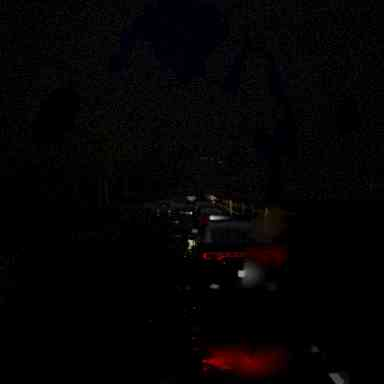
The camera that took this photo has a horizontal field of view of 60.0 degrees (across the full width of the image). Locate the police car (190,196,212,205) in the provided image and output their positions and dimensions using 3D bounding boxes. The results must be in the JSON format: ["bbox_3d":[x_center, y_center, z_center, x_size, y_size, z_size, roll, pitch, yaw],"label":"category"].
[{"bbox_3d":[0.990,1.381,25.197,1.930,1.638,5.238,0,0,0],"label":"police car"}]

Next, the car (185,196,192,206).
[{"bbox_3d":[-0.059,1.390,50.946,2.128,1.511,4.902,0,0,0],"label":"car"}]

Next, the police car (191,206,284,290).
[{"bbox_3d":[1.028,1.411,9.185,1.930,1.638,5.238,0,0,0],"label":"police car"}]

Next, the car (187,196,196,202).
[{"bbox_3d":[-0.166,1.462,69.579,1.895,1.301,4.718,0,0,0],"label":"car"}]

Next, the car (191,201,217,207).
[{"bbox_3d":[1.004,1.494,19.082,1.812,1.442,4.674,0,0,0],"label":"car"}]

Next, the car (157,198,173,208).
[{"bbox_3d":[-3.700,1.514,45.654,1.895,1.301,4.718,0,0,0],"label":"car"}]
